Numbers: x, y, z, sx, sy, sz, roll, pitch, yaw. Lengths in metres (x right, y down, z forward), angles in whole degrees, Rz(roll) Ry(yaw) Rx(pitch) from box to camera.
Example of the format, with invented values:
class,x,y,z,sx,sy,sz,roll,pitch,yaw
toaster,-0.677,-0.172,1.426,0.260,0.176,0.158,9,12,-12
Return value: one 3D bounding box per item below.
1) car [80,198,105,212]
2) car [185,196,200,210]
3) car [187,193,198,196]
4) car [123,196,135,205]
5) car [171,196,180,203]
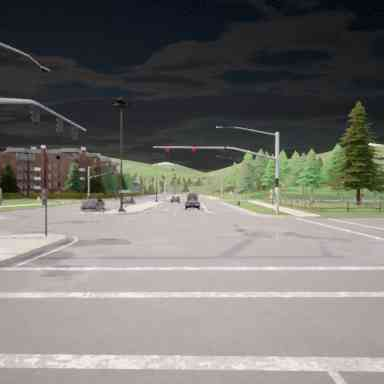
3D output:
class,x,y,z,sx,sy,sz,roll,pitch,yaw
car,-11.548,1.505,39.021,1.837,1.490,4.892,0,0,0
car,0.055,1.601,43.513,1.895,1.301,4.718,0,0,0
car,0.088,1.221,68.949,2.150,2.045,5.566,0,0,0
car,-11.461,1.525,59.703,1.812,1.442,4.674,0,0,1
car,-3.412,1.491,68.922,2.128,1.511,4.902,0,0,0
